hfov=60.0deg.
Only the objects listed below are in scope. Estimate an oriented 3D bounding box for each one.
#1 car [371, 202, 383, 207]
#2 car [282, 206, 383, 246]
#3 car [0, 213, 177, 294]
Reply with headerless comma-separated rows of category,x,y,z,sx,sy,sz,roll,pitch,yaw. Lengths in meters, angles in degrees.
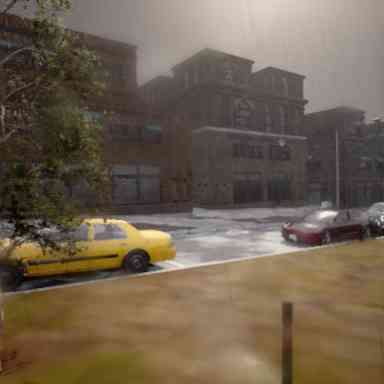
car,10.711,1.341,18.264,4.553,1.767,2.185,1,0,-33
car,6.162,1.486,14.989,4.792,1.488,2.163,1,0,-33
car,-2.988,1.344,8.448,5.366,1.575,1.946,1,-1,-33
